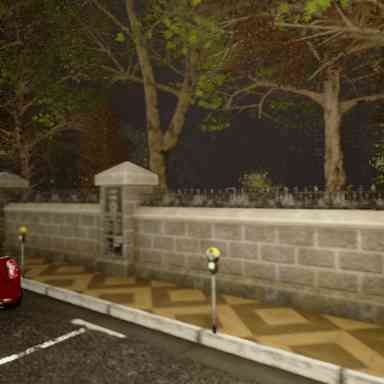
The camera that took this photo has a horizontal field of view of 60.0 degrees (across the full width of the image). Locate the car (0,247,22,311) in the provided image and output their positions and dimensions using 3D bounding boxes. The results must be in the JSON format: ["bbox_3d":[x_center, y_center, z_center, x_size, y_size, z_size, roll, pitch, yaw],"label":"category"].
[{"bbox_3d":[-5.226,1.479,6.632,4.097,1.590,1.967,0,-1,36],"label":"car"}]
